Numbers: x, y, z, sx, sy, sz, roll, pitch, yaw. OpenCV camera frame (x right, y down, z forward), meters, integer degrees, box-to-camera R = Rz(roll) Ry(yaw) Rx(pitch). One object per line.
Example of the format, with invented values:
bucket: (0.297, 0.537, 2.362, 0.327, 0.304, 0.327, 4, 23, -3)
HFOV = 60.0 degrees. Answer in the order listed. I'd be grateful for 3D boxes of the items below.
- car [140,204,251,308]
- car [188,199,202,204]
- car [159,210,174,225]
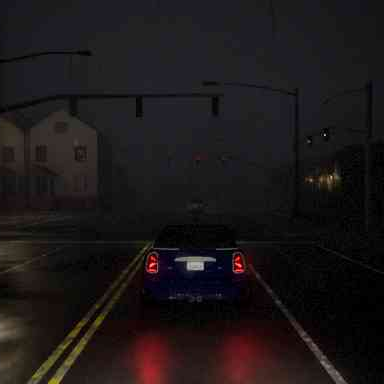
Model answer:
car: (0.081, 1.352, 8.112, 2.097, 1.767, 4.553, 0, 0, 0)
car: (0.323, 2.357, 42.666, 2.150, 2.045, 5.566, 0, -13, -2)
car: (-3.543, 3.673, 46.730, 1.812, 1.442, 4.674, -1, -13, -1)
